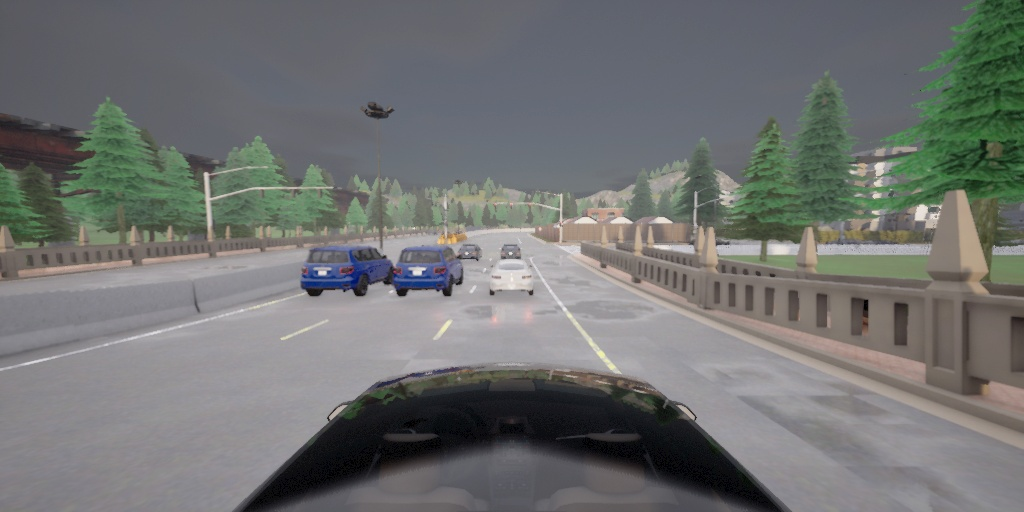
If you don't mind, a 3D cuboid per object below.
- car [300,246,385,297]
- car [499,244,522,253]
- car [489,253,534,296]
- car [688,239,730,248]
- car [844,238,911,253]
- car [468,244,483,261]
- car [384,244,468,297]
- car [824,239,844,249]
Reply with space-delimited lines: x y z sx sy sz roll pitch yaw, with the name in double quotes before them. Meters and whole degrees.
"car" -7.026 0.550 15.956 2.150 2.045 5.566 0 4 0
"car" -0.110 -0.354 30.922 2.033 1.411 5.357 0 5 0
"car" -0.027 0.830 15.985 1.812 1.442 4.674 0 4 0
"car" 25.653 -1.642 46.833 4.718 1.301 1.895 0 5 1
"car" 40.500 -1.095 39.473 5.357 1.411 2.033 0 5 1
"car" -3.610 -0.352 30.903 2.033 1.411 5.357 0 5 0
"car" -3.526 0.549 15.976 2.150 2.045 5.566 0 4 0
"car" 40.589 -1.398 42.958 5.357 1.411 2.033 0 5 1
